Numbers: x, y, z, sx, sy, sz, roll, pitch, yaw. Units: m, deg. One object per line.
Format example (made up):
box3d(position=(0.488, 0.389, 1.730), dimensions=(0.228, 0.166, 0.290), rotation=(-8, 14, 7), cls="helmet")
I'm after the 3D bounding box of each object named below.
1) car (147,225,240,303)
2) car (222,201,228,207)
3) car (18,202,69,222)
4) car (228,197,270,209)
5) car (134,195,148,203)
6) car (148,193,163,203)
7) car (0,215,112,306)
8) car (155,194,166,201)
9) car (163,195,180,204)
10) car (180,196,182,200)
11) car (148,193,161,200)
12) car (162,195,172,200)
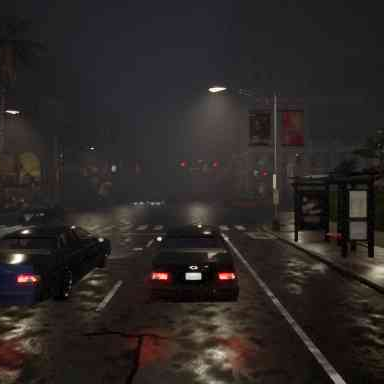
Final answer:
box3d(position=(0.023, 1.547, 8.435), dimensions=(2.033, 1.411, 5.357), rotation=(0, 0, 0), cls="car")
box3d(position=(7.128, 1.548, 48.838), dimensions=(5.357, 1.411, 2.033), rotation=(0, 0, 19), cls="car")
box3d(position=(-10.603, 1.491, 24.061), dimensions=(2.128, 1.511, 4.902), rotation=(0, 0, 2), cls="car")
box3d(position=(7.666, 1.477, 43.779), dimensions=(5.008, 1.535, 1.882), rotation=(0, 0, -4), cls="car")
box3d(position=(-11.024, 1.553, 70.475), dimensions=(1.994, 1.385, 4.181), rotation=(0, 0, 0), cls="car")
box3d(position=(-7.524, 1.553, 70.521), dimensions=(1.994, 1.385, 4.181), rotation=(0, 0, 0), cls="car")
box3d(position=(-3.477, 1.547, 8.249), dimensions=(2.033, 1.411, 5.357), rotation=(0, 0, 0), cls="car")
box3d(position=(-7.600, 1.355, 80.704), dimensions=(2.097, 1.767, 4.553), rotation=(0, 0, 0), cls="car")
box3d(position=(-3.775, 1.352, 61.518), dimensions=(2.097, 1.767, 4.553), rotation=(0, 0, -2), cls="car")
box3d(position=(-3.885, 1.478, 86.870), dimensions=(1.882, 1.535, 5.008), rotation=(0, 0, 6), cls="car")
box3d(position=(-10.343, 1.225, 91.194), dimensions=(2.150, 2.045, 5.566), rotation=(0, 0, 9), cls="car")
box3d(position=(-6.822, 1.500, 91.012), dimensions=(1.837, 1.490, 4.892), rotation=(0, 0, 9), cls="car")
